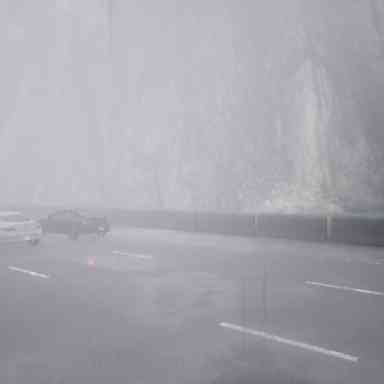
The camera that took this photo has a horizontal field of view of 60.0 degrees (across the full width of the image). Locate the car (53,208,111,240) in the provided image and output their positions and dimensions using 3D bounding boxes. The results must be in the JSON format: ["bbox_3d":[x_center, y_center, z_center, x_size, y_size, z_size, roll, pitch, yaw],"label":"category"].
[{"bbox_3d":[-6.098,1.531,16.894,4.674,1.442,1.812,0,0,36],"label":"car"}]

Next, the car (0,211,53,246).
[{"bbox_3d":[-8.153,1.531,14.061,4.674,1.442,1.812,0,0,36],"label":"car"}]
